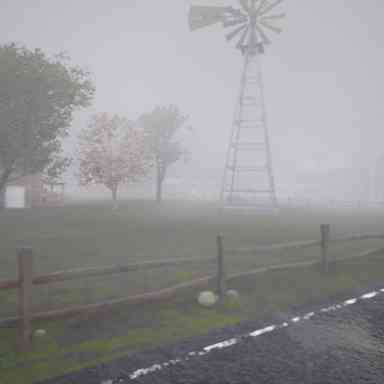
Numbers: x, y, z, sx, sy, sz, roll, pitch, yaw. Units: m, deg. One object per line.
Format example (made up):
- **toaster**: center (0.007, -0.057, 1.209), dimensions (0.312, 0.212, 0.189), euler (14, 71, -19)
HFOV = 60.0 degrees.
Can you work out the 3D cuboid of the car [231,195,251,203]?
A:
- **car**: center (9.842, 1.310, 68.013), dimensions (1.882, 1.535, 5.008), euler (2, 0, -35)
